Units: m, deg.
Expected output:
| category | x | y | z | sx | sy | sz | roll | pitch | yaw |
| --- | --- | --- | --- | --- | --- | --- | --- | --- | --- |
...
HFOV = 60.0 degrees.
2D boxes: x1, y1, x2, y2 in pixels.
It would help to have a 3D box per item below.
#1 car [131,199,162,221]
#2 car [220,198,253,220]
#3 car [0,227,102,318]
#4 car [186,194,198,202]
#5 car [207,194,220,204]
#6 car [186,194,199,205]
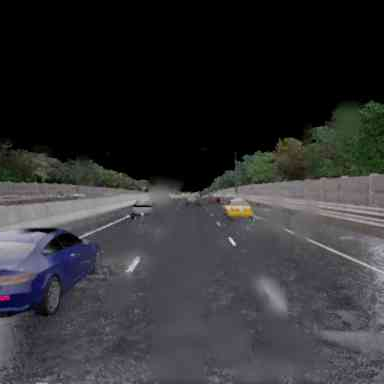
| category | x | y | z | sx | sy | sz | roll | pitch | yaw |
| --- | --- | --- | --- | --- | --- | --- | --- | --- | --- |
| car | -3.400 | 1.293 | 25.197 | 2.128 | 1.511 | 4.902 | 0 | 1 | 0 |
| car | 3.546 | 1.248 | 26.121 | 1.801 | 1.575 | 5.366 | 0 | 0 | 1 |
| car | -3.399 | 1.505 | 7.309 | 1.812 | 1.442 | 4.674 | 0 | 0 | 0 |
| car | 0.001 | 1.065 | 62.164 | 1.994 | 1.385 | 4.181 | 0 | 0 | 0 |
| car | 3.504 | 1.039 | 53.503 | 1.882 | 1.535 | 5.008 | 0 | 0 | 0 |
| car | 0.101 | 1.085 | 49.232 | 2.128 | 1.511 | 4.902 | 0 | 1 | 0 |
